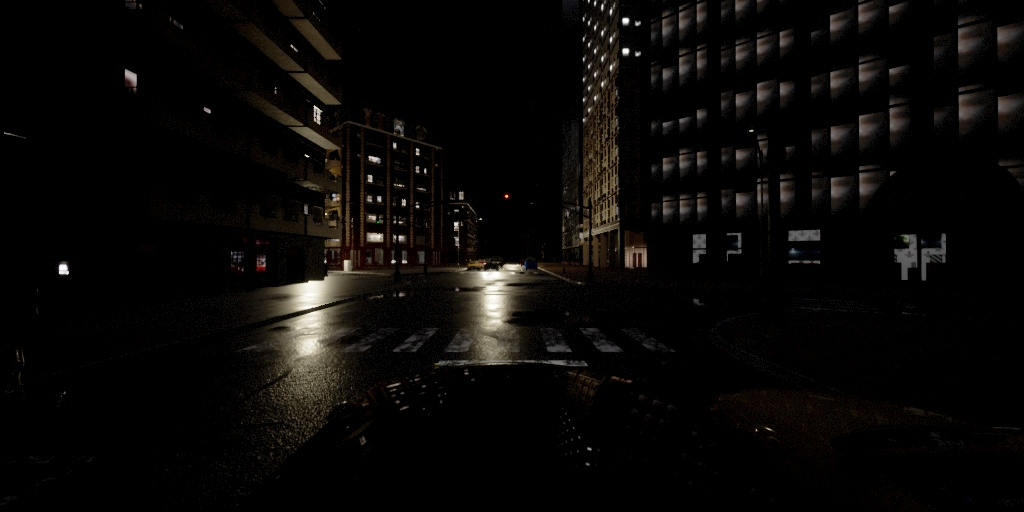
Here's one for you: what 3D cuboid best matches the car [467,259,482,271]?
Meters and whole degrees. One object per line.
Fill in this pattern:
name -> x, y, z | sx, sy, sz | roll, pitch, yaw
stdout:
car -> -5.255, 1.320, 49.925 | 1.751, 1.417, 4.829 | 0, 0, 0

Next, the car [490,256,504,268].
car -> -2.745, 1.048, 62.860 | 2.150, 2.045, 5.566 | 0, 0, 0

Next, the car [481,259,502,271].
car -> -2.788, 1.394, 49.248 | 1.895, 1.301, 4.718 | 0, 0, 0

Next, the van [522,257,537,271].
van -> 2.626, 1.136, 50.084 | 1.690, 1.789, 3.998 | 0, 0, 0

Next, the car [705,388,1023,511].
car -> 2.563, 1.275, 1.261 | 1.751, 1.417, 4.829 | 0, 0, 0

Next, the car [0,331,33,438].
car -> -5.318, 1.064, 1.095 | 2.192, 1.841, 5.009 | 0, 0, 0

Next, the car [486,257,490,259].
car -> -5.240, 1.259, 61.200 | 1.967, 1.591, 4.097 | 0, 0, 0
